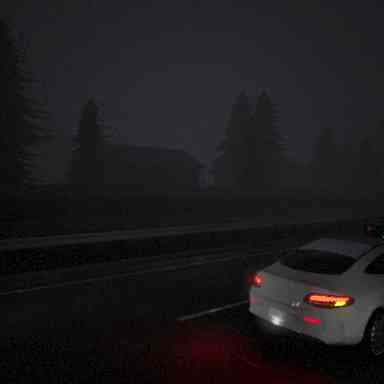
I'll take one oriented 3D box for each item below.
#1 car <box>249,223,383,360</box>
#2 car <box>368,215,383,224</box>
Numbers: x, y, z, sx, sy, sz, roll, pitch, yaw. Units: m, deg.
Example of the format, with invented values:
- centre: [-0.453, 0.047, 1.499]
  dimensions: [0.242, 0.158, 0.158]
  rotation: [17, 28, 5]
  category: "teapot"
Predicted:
- centre: [3.041, 1.525, 5.910]
  dimensions: [4.674, 1.442, 1.812]
  rotation: [0, 0, -35]
  category: "car"
- centre: [9.840, 1.599, 15.055]
  dimensions: [4.718, 1.301, 1.895]
  rotation: [0, 0, -35]
  category: "car"
